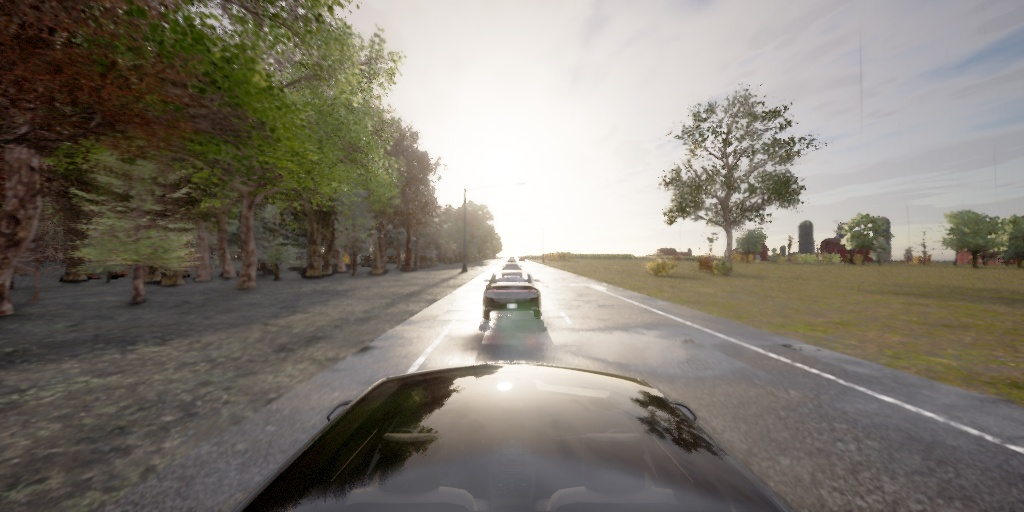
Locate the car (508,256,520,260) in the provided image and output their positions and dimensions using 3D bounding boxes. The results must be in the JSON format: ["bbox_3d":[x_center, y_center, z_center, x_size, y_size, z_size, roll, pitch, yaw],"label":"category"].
[{"bbox_3d":[-0.004,1.250,64.526,1.837,1.490,4.892,0,0,0],"label":"car"}]

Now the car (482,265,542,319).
[{"bbox_3d":[0.000,1.251,12.874,2.128,1.511,4.902,0,0,0],"label":"car"}]

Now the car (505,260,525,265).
[{"bbox_3d":[-0.003,1.322,34.132,1.994,1.385,4.181,0,0,0],"label":"car"}]
